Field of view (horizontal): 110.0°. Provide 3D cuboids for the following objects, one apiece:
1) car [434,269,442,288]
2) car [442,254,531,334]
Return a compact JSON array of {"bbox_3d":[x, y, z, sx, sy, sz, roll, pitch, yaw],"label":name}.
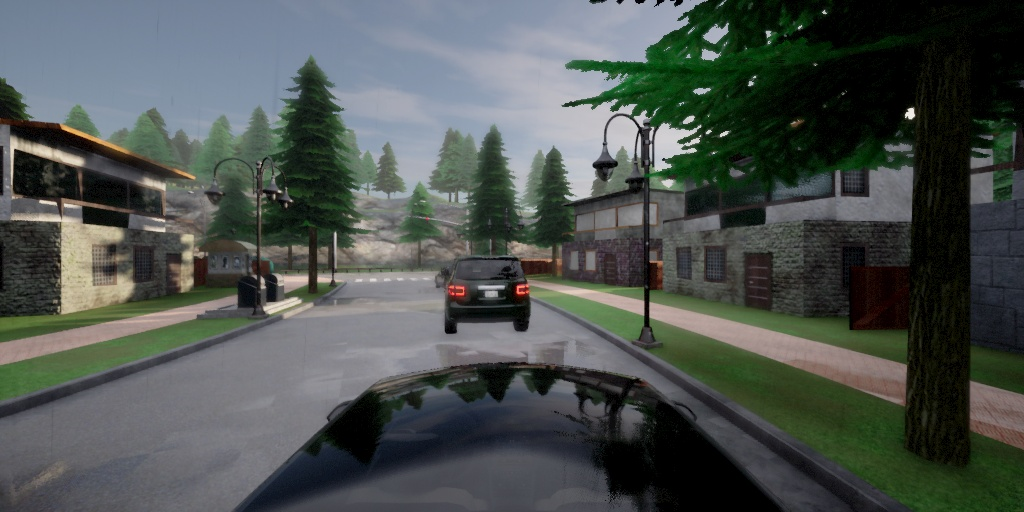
[{"bbox_3d":[-3.324,1.297,21.098,2.033,1.411,5.357,0,0,-21],"label":"car"},{"bbox_3d":[-0.937,0.971,10.895,2.150,2.045,5.566,0,0,-10],"label":"car"}]
